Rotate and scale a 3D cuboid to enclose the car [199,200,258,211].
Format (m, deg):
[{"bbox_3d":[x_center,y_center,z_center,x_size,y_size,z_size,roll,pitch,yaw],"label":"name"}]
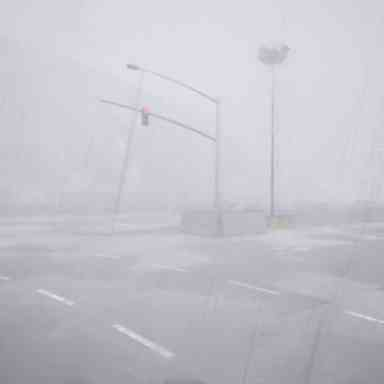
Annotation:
[{"bbox_3d":[3.705,1.772,32.438,5.357,1.411,2.033,1,0,-36],"label":"car"}]

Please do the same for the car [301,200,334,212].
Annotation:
[{"bbox_3d":[17.583,1.936,46.516,4.892,1.490,1.837,1,0,-35],"label":"car"}]

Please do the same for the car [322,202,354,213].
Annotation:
[{"bbox_3d":[19.010,1.987,43.265,4.181,1.385,1.994,1,0,-35],"label":"car"}]

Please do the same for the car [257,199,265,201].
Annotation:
[{"bbox_3d":[10.299,1.901,41.385,4.181,1.385,1.994,1,0,-34],"label":"car"}]

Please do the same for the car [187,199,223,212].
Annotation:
[{"bbox_3d":[2.163,1.583,35.628,4.553,1.767,2.097,1,0,-35],"label":"car"}]

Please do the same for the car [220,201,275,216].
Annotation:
[{"bbox_3d":[4.660,1.736,28.816,4.674,1.442,1.812,1,0,-35],"label":"car"}]

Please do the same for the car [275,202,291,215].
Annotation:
[{"bbox_3d":[11.810,1.931,38.192,4.718,1.301,1.895,1,0,-35],"label":"car"}]

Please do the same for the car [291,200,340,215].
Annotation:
[{"bbox_3d":[12.936,1.823,34.707,4.892,1.490,1.837,1,0,-35],"label":"car"}]

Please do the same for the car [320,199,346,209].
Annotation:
[{"bbox_3d":[23.402,2.012,55.140,5.008,1.535,1.882,1,0,-38],"label":"car"}]

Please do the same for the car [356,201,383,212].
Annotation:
[{"bbox_3d":[26.289,2.065,48.503,5.357,1.411,2.033,1,0,-36],"label":"car"}]

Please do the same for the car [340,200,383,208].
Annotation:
[{"bbox_3d":[20.401,1.766,39.982,4.553,1.767,2.097,1,0,-35],"label":"car"}]

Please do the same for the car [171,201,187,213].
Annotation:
[{"bbox_3d":[-0.104,1.720,38.309,4.902,1.511,2.128,1,0,-35],"label":"car"}]

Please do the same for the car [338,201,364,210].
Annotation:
[{"bbox_3d":[24.788,2.089,51.739,4.181,1.385,1.994,1,0,-38],"label":"car"}]

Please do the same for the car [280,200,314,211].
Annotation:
[{"bbox_3d":[15.706,1.981,49.475,5.357,1.411,2.033,1,0,-36],"label":"car"}]
